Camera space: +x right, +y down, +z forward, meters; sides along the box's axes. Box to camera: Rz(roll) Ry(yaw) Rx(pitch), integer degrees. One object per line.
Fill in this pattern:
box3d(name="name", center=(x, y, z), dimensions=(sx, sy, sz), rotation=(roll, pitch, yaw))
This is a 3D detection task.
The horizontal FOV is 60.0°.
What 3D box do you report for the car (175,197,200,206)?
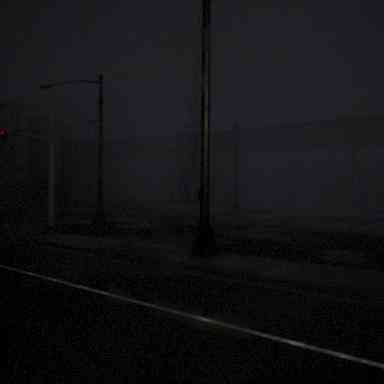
box3d(name="car", center=(-0.162, 1.432, 53.452), dimensions=(5.357, 1.411, 2.033), rotation=(0, 0, -39))
